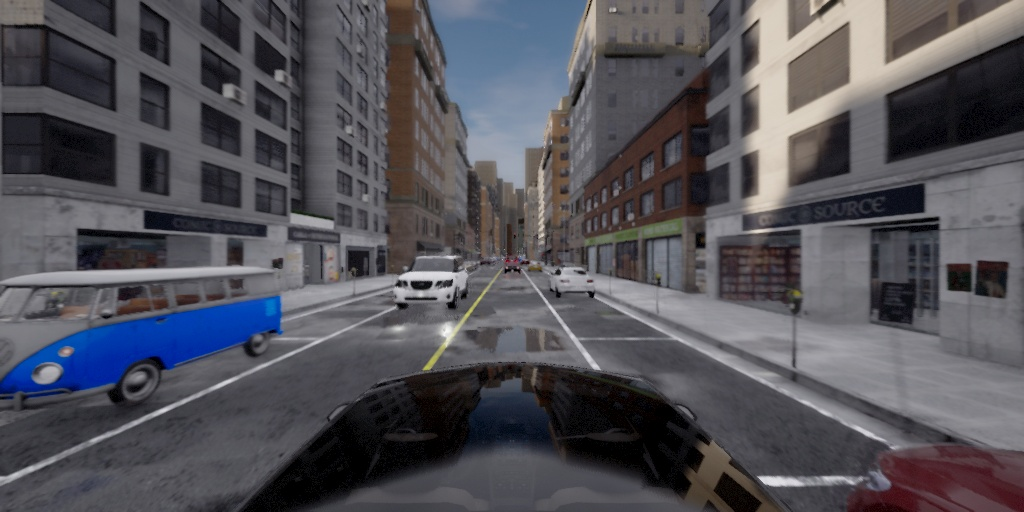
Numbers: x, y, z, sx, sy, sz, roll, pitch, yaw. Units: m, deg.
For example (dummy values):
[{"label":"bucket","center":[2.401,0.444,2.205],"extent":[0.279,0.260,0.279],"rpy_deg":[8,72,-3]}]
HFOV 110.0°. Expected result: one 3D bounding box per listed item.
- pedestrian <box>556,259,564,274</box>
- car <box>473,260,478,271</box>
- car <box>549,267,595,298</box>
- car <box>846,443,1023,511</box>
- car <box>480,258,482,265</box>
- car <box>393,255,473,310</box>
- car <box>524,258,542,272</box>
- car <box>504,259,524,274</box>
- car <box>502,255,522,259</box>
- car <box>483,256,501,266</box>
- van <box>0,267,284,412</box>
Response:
[{"label":"pedestrian","center":[2.840,1.032,21.230],"extent":[0.375,1.860,0.375],"rpy_deg":[0,0,-10]},{"label":"car","center":[-5.683,1.251,44.421],"extent":[1.751,1.417,4.829],"rpy_deg":[0,0,0]},{"label":"car","center":[2.993,1.266,18.422],"extent":[1.812,1.442,4.674],"rpy_deg":[0,0,0]},{"label":"car","center":[2.857,1.333,0.387],"extent":[1.802,1.307,4.207],"rpy_deg":[0,0,0]},{"label":"car","center":[-5.685,1.274,50.117],"extent":[2.007,1.370,4.403],"rpy_deg":[0,0,0]},{"label":"car","center":[-3.105,0.963,14.961],"extent":[2.150,2.045,5.566],"rpy_deg":[0,0,0]},{"label":"car","center":[2.842,1.251,44.764],"extent":[1.751,1.417,4.829],"rpy_deg":[0,0,0]},{"label":"car","center":[0.062,1.328,40.894],"extent":[1.895,1.301,4.718],"rpy_deg":[0,0,0]},{"label":"car","center":[-0.017,0.945,52.771],"extent":[2.150,2.045,5.566],"rpy_deg":[0,0,0]},{"label":"car","center":[-3.019,0.861,55.668],"extent":[1.812,1.442,4.674],"rpy_deg":[0,0,0]},{"label":"van","center":[-5.668,1.089,5.910],"extent":[1.690,1.789,3.998],"rpy_deg":[0,0,0]}]
